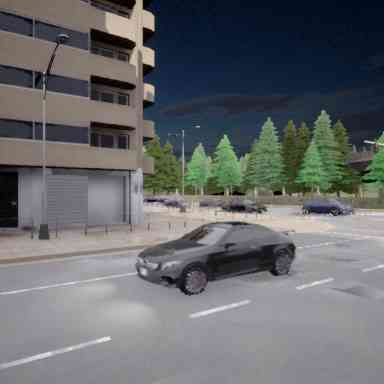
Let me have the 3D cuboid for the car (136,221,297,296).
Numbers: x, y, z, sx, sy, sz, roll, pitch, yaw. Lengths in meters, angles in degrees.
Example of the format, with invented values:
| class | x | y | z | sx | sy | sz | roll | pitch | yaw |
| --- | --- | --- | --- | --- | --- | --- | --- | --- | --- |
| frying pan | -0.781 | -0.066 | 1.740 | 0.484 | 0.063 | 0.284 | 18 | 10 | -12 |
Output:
| class | x | y | z | sx | sy | sz | roll | pitch | yaw |
| --- | --- | --- | --- | --- | --- | --- | --- | --- | --- |
| car | 0.827 | 1.526 | 8.791 | 4.674 | 1.442 | 1.812 | 0 | 0 | -35 |

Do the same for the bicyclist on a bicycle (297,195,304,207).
| class | x | y | z | sx | sy | sz | roll | pitch | yaw |
| --- | --- | --- | --- | --- | --- | --- | --- | --- | --- |
| bicyclist on a bicycle | 15.132 | 1.245 | 46.411 | 1.656 | 1.620 | 0.582 | 0 | 0 | -35 |

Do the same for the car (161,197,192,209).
| class | x | y | z | sx | sy | sz | roll | pitch | yaw |
| --- | --- | --- | --- | --- | --- | --- | --- | --- | --- |
| car | -1.891 | 1.470 | 45.269 | 1.812 | 1.442 | 4.674 | 0 | 0 | -37 |

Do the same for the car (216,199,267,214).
| class | x | y | z | sx | sy | sz | roll | pitch | yaw |
| --- | --- | --- | --- | --- | --- | --- | --- | --- | --- |
| car | 5.363 | 1.492 | 35.010 | 2.033 | 1.411 | 5.357 | 0 | 0 | -37 |

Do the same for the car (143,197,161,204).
| class | x | y | z | sx | sy | sz | roll | pitch | yaw |
| --- | --- | --- | --- | --- | --- | --- | --- | --- | --- |
| car | -7.160 | 1.545 | 64.420 | 4.718 | 1.301 | 1.895 | 0 | 0 | 31 |

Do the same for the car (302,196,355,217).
| class | x | y | z | sx | sy | sz | roll | pitch | yaw |
| --- | --- | --- | --- | --- | --- | --- | --- | --- | --- |
| car | 12.565 | 1.296 | 30.757 | 2.097 | 1.767 | 4.553 | 0 | 0 | -35 |

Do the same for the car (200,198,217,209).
| class | x | y | z | sx | sy | sz | roll | pitch | yaw |
| --- | --- | --- | --- | --- | --- | --- | --- | --- | --- |
| car | 2.881 | 1.508 | 44.608 | 1.994 | 1.385 | 4.181 | 0 | 0 | -36 |
